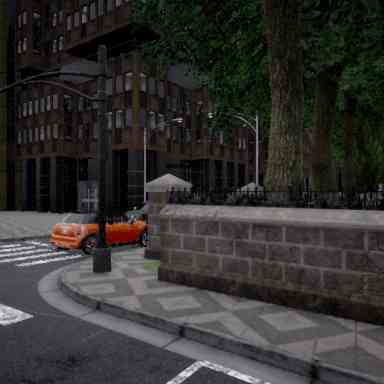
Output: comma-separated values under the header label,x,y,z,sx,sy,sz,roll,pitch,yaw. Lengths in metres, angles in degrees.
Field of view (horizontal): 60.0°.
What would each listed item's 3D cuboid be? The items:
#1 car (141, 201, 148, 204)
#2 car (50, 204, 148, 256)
label,x,y,z,sx,sy,sz,roll,pitch,yaw
car,-2.385,1.584,22.008,2.150,2.045,5.566,0,-1,35
car,-3.693,1.581,14.650,2.097,1.767,4.553,0,-1,35
